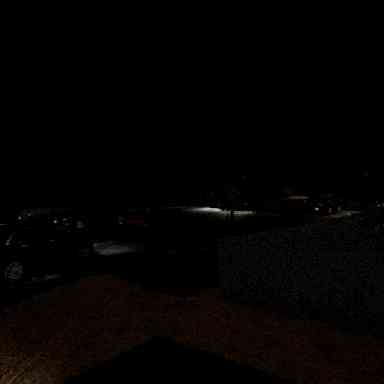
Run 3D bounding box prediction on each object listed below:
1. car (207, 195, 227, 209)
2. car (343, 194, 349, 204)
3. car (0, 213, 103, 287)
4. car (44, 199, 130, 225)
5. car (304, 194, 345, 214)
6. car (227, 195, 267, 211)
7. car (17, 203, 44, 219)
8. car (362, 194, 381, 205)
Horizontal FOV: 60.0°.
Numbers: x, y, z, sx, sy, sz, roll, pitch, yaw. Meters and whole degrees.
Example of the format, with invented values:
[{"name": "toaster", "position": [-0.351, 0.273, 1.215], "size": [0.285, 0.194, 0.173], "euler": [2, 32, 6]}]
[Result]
[{"name": "car", "position": [3.484, 1.027, 36.832], "size": [1.994, 1.385, 4.181], "euler": [3, 3, 39]}, {"name": "car", "position": [21.415, 0.985, 48.377], "size": [1.812, 1.442, 4.674], "euler": [3, 2, 39]}, {"name": "car", "position": [-5.053, 1.704, 10.281], "size": [1.837, 1.490, 4.892], "euler": [-2, 1, 19]}, {"name": "car", "position": [-5.975, 1.328, 20.119], "size": [1.837, 1.490, 4.892], "euler": [3, 3, 39]}, {"name": "car", "position": [13.270, 1.301, 33.107], "size": [1.837, 1.490, 4.892], "euler": [3, 2, 39]}, {"name": "car", "position": [6.080, 1.062, 34.872], "size": [1.882, 1.535, 5.008], "euler": [3, 3, 39]}, {"name": "car", "position": [-8.863, 1.239, 21.694], "size": [1.812, 1.442, 4.674], "euler": [3, 3, 38]}, {"name": "car", "position": [26.896, 1.029, 49.805], "size": [1.837, 1.490, 4.892], "euler": [3, 1, 39]}]
